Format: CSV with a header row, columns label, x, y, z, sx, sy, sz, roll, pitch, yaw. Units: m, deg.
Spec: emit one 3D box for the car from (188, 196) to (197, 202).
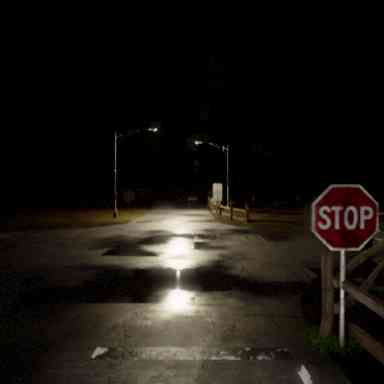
label,x,y,z,sx,sy,sz,roll,pitch,yaw
car,0.103,1.494,71.326,1.895,1.301,4.718,0,0,0
